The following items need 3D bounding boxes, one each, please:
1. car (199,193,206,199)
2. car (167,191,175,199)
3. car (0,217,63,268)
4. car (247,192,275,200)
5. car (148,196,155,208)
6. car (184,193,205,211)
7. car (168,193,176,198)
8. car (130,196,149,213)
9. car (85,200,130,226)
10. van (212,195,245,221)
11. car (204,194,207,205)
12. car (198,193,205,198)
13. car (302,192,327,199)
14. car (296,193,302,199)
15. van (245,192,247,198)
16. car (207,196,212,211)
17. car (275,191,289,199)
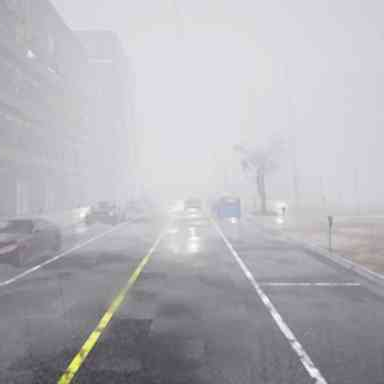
[{"bbox_3d":[2.754,1.030,88.180,1.947,1.339,4.313,1,0,0],"label":"car"},{"bbox_3d":[-5.622,0.779,88.224,2.192,1.841,5.009,1,0,0],"label":"car"},{"bbox_3d":[-5.673,1.514,11.006,1.802,1.307,4.206,1,0,0],"label":"car"},{"bbox_3d":[13.743,0.995,66.612,4.206,1.307,1.802,0,0,0],"label":"car"},{"bbox_3d":[-5.782,1.180,42.187,1.967,1.590,4.097,1,0,0],"label":"car"},{"bbox_3d":[0.123,1.246,37.480,1.882,1.535,5.008,0,0,0],"label":"car"},{"bbox_3d":[-5.623,0.976,93.796,1.887,1.381,4.507,1,0,0],"label":"car"},{"bbox_3d":[-5.739,1.377,33.284,1.802,1.307,4.206,1,0,0],"label":"car"},{"bbox_3d":[-5.669,1.303,22.144,1.967,1.590,4.097,1,0,0],"label":"car"},{"bbox_3d":[2.747,1.183,25.526,1.690,1.788,3.998,1,0,0],"label":"van"},{"bbox_3d":[2.857,1.277,44.418,2.008,1.369,4.403,1,0,0],"label":"car"},{"bbox_3d":[2.757,1.013,93.751,1.802,1.307,4.206,1,0,0],"label":"car"},{"bbox_3d":[24.797,0.768,66.525,4.097,1.590,1.967,0,0,0],"label":"car"},{"bbox_3d":[24.865,0.944,74.905,4.507,1.381,1.887,0,0,0],"label":"car"},{"bbox_3d":[13.809,0.825,74.992,3.998,1.788,1.690,0,0,0],"label":"van"},{"bbox_3d":[2.805,1.335,33.988,1.887,1.381,4.507,1,0,0],"label":"car"},{"bbox_3d":[19.336,0.756,74.949,5.009,1.841,2.192,0,0,0],"label":"car"}]
